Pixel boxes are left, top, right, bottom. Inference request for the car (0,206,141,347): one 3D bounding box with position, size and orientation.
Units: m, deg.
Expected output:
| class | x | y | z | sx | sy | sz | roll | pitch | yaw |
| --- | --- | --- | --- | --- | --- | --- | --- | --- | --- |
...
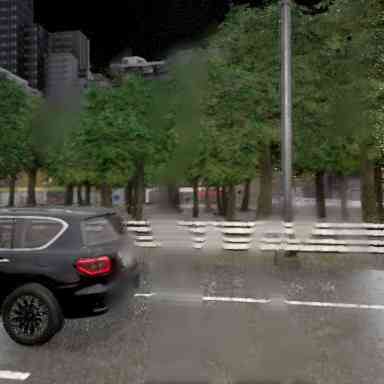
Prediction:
| class | x | y | z | sx | sy | sz | roll | pitch | yaw |
| --- | --- | --- | --- | --- | --- | --- | --- | --- | --- |
| car | -3.740 | 1.295 | 6.218 | 5.566 | 2.045 | 2.150 | 0 | -1 | 10 |
